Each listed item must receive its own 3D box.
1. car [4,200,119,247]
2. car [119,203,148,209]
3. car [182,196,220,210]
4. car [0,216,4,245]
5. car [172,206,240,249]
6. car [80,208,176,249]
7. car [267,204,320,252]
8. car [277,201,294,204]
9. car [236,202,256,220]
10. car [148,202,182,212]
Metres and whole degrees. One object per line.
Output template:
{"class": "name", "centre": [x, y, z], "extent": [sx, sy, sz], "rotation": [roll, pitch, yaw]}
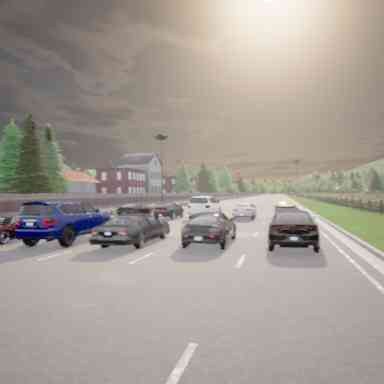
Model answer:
{"class": "car", "centre": [-6.035, 1.424, 16.403], "extent": [2.150, 2.045, 5.566], "rotation": [-1, 0, 15]}
{"class": "car", "centre": [-5.476, 1.771, 32.227], "extent": [1.882, 1.535, 5.008], "rotation": [-1, 0, 15]}
{"class": "car", "centre": [1.166, 1.379, 30.003], "extent": [2.150, 2.045, 5.566], "rotation": [-1, 0, 15]}
{"class": "car", "centre": [-9.391, 1.873, 17.369], "extent": [1.895, 1.301, 4.718], "rotation": [-1, 0, 15]}
{"class": "car", "centre": [0.831, 1.602, 14.954], "extent": [1.812, 1.442, 4.674], "rotation": [-1, 0, 15]}
{"class": "car", "centre": [-2.655, 1.689, 15.474], "extent": [2.033, 1.411, 5.357], "rotation": [-1, 0, 15]}
{"class": "car", "centre": [4.239, 1.489, 14.159], "extent": [1.882, 1.535, 5.008], "rotation": [-1, 0, 15]}
{"class": "car", "centre": [8.012, 1.524, 28.487], "extent": [2.128, 1.511, 4.902], "rotation": [-1, 0, 15]}
{"class": "car", "centre": [4.653, 1.623, 29.466], "extent": [1.812, 1.442, 4.674], "rotation": [-1, 0, 15]}
{"class": "car", "centre": [-2.135, 1.735, 31.178], "extent": [1.837, 1.490, 4.892], "rotation": [-1, 0, 15]}
